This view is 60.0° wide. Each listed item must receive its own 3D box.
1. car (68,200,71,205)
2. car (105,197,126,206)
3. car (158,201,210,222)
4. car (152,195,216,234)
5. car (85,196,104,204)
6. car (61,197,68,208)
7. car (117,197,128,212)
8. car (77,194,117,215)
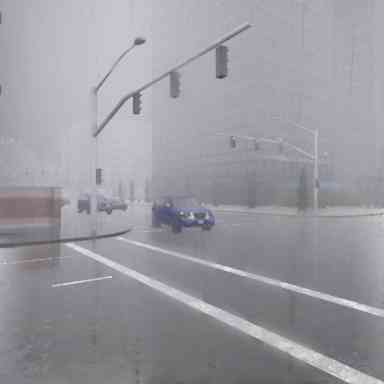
[{"bbox_3d":[-22.381,1.565,57.275,1.994,1.385,4.181,0,0,-35],"label":"car"},{"bbox_3d":[-13.067,1.526,56.485,1.812,1.442,4.674,0,0,-36],"label":"car"},{"bbox_3d":[-0.758,1.526,26.995,1.812,1.442,4.674,0,0,-37],"label":"car"},{"bbox_3d":[-0.696,1.224,19.728,2.150,2.045,5.566,0,-1,-25],"label":"car"},{"bbox_3d":[-19.032,1.492,64.819,2.128,1.511,4.902,0,0,-36],"label":"car"},{"bbox_3d":[-20.027,1.220,47.855,2.150,2.045,5.566,0,0,-36],"label":"car"},{"bbox_3d":[-9.204,1.601,38.721,1.895,1.301,4.718,0,0,-36],"label":"car"},{"bbox_3d":[-9.925,1.223,33.720,2.150,2.045,5.566,0,0,-36],"label":"car"}]
